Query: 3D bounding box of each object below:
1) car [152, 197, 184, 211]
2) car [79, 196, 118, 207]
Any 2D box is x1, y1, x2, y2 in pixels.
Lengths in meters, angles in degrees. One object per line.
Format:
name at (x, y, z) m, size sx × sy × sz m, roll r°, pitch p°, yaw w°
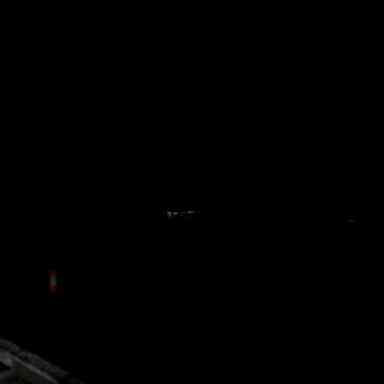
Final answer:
car at (-2.718, 1.276, 37.145) m, size 1.882 × 1.535 × 5.008 m, roll 0°, pitch 0°, yaw -31°
car at (-12.390, 1.265, 44.064) m, size 5.008 × 1.535 × 1.882 m, roll -1°, pitch 0°, yaw -7°
